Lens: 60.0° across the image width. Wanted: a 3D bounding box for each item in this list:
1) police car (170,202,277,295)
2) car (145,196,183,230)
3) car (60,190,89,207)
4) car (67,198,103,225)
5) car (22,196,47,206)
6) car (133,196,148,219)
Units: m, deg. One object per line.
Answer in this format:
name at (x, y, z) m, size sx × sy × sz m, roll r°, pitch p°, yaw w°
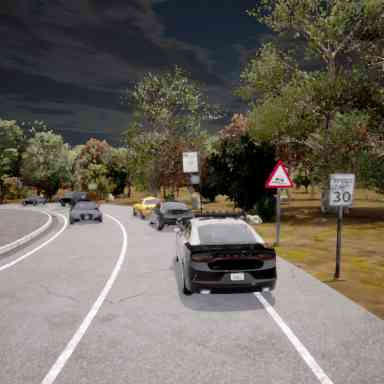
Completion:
police car at (0.581, 1.309, 8.686) m, size 1.930 × 1.638 × 5.238 m, roll -1°, pitch 1°, yaw -6°
car at (-1.263, 1.216, 18.854) m, size 1.837 × 1.490 × 4.892 m, roll -2°, pitch 1°, yaw -15°
car at (-15.431, 0.864, 43.647) m, size 2.150 × 2.045 × 5.566 m, roll -5°, pitch 3°, yaw -41°
car at (-7.106, 1.355, 22.216) m, size 1.994 × 1.385 × 4.181 m, roll -2°, pitch 1°, yaw -20°
car at (-25.160, 1.395, 53.035) m, size 4.902 × 1.511 × 2.128 m, roll -2°, pitch 3°, yaw 34°
car at (-3.229, 1.077, 25.006) m, size 1.801 × 1.575 × 5.366 m, roll -2°, pitch 1°, yaw -20°
